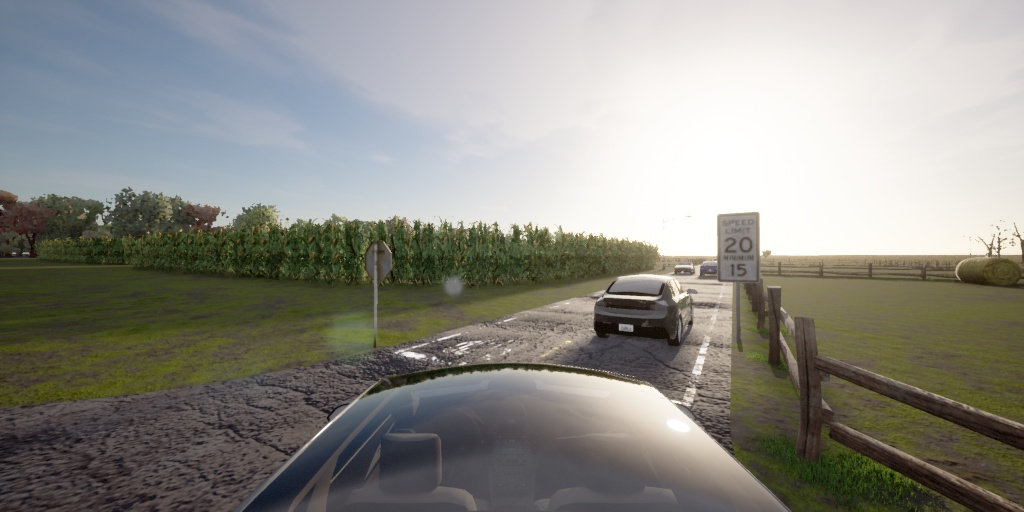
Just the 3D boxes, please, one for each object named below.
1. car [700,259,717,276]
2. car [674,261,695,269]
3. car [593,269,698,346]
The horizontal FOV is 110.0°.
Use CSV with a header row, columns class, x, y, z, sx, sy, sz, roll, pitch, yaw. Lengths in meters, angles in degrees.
class,x,y,z,sx,sy,sz,roll,pitch,yaw
car,20.173,1.237,36.224,1.882,1.535,5.008,0,0,32
car,19.808,1.323,40.971,2.033,1.411,5.357,0,0,32
car,3.659,1.257,9.571,1.837,1.490,4.892,0,0,32
